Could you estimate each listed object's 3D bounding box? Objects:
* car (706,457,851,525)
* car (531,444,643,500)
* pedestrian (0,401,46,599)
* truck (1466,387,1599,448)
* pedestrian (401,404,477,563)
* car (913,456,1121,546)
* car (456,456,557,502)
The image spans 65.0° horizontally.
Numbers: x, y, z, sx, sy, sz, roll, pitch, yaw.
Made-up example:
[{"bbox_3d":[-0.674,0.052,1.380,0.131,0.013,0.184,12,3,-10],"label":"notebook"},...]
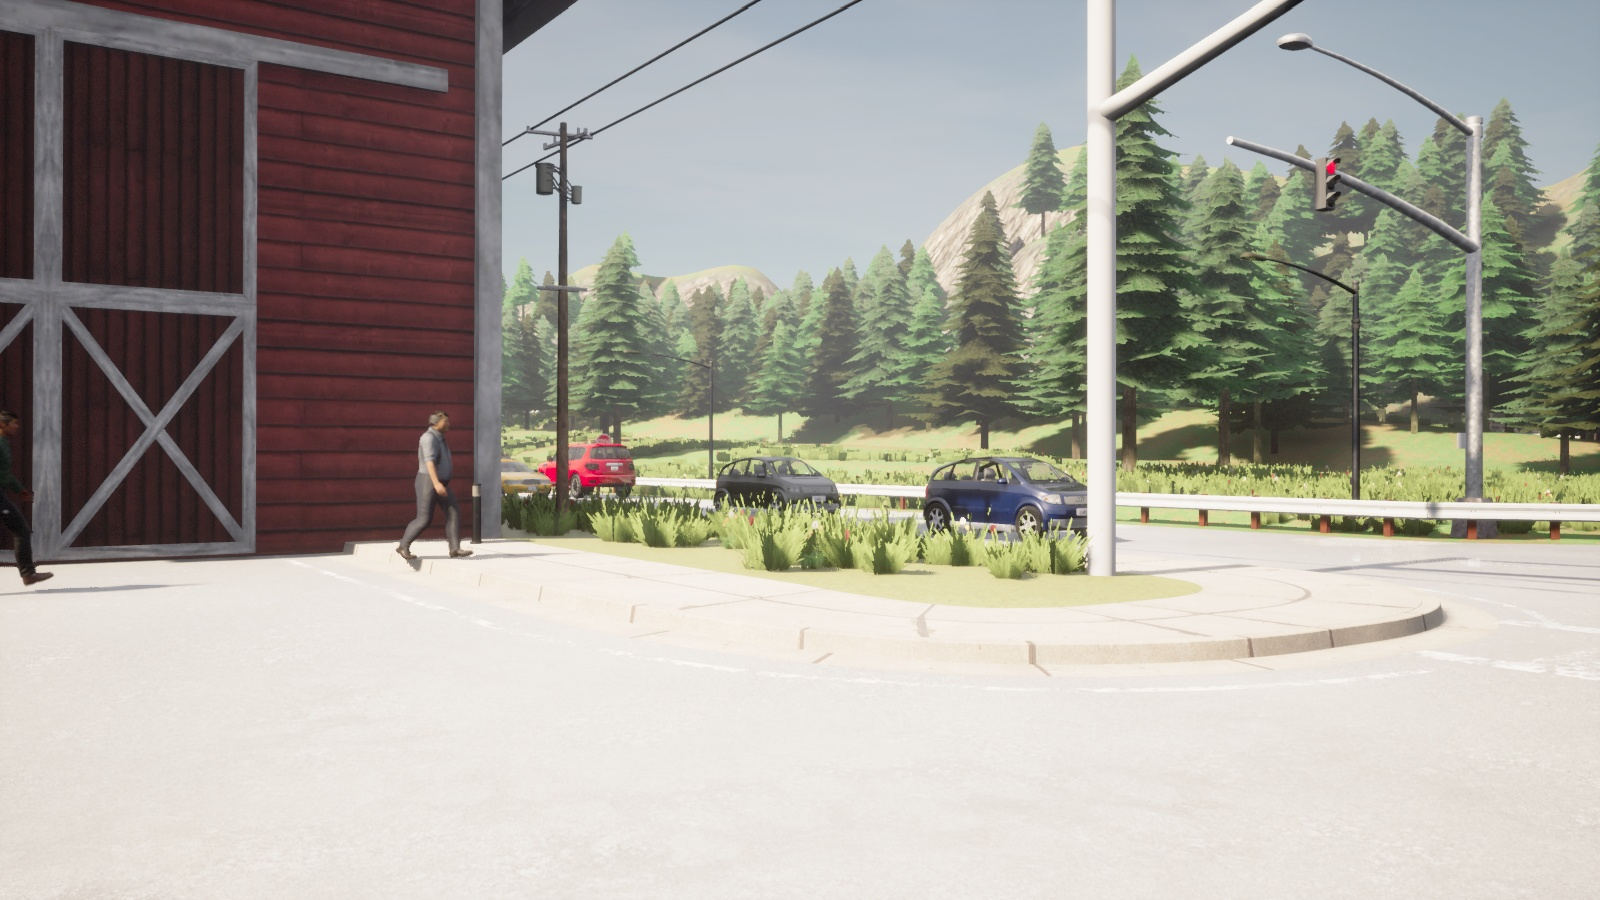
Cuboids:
[{"bbox_3d":[-0.572,0.945,30.515,1.789,1.549,3.705,0,0,-34],"label":"car"},{"bbox_3d":[-8.286,0.815,48.326,2.150,2.045,5.566,0,0,-34],"label":"car"},{"bbox_3d":[-7.976,0.491,12.493,0.788,1.949,0.423,0,0,-33],"label":"pedestrian"},{"bbox_3d":[50.422,-2.184,85.823,7.936,3.462,2.891,5,1,10],"label":"truck"},{"bbox_3d":[-4.290,0.396,14.944,0.694,1.848,0.540,0,0,12],"label":"pedestrian"},{"bbox_3d":[4.008,0.891,23.679,1.789,1.549,3.705,0,0,-34],"label":"car"},{"bbox_3d":[-10.764,1.026,45.745,1.801,1.575,5.366,0,0,-34],"label":"car"}]
